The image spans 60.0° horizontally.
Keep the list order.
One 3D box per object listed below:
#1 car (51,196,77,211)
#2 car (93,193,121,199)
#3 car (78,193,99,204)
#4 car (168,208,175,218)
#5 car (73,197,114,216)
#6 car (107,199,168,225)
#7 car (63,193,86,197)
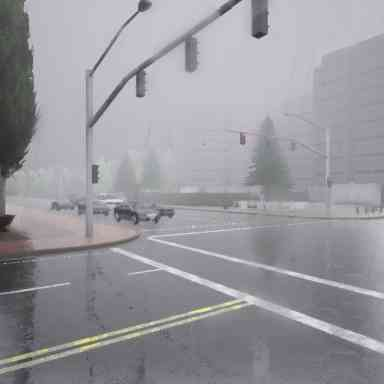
[{"bbox_3d":[-15.850,1.526,40.697,1.812,1.442,4.674,0,0,-36],"label":"car"},{"bbox_3d":[-9.492,1.222,37.831,2.150,2.045,5.566,0,0,-36],"label":"car"},{"bbox_3d":[-20.404,1.221,65.377,2.150,2.045,5.566,0,0,-36],"label":"car"},{"bbox_3d":[-3.420,1.601,29.367,1.895,1.301,4.718,0,0,-36],"label":"car"},{"bbox_3d":[-9.526,1.505,31.870,1.837,1.490,4.892,0,0,-36],"label":"car"},{"bbox_3d":[-4.108,1.492,24.339,2.128,1.511,4.902,0,0,-36],"label":"car"},{"bbox_3d":[-17.843,1.219,49.512,2.150,2.045,5.566,0,0,-36],"label":"car"}]
